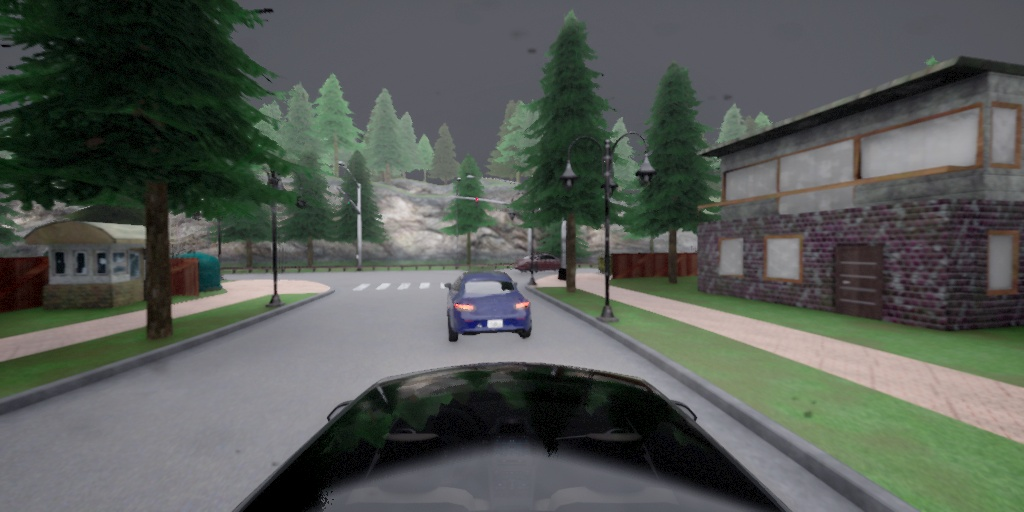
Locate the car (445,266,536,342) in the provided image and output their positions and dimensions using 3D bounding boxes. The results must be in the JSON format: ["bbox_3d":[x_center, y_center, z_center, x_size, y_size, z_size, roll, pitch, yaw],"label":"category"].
[{"bbox_3d":[-0.738,1.115,9.270,1.812,1.442,4.674,0,1,-10],"label":"car"}]

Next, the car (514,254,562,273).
[{"bbox_3d":[2.469,0.553,27.056,4.674,1.442,1.812,-1,0,-22],"label":"car"}]
